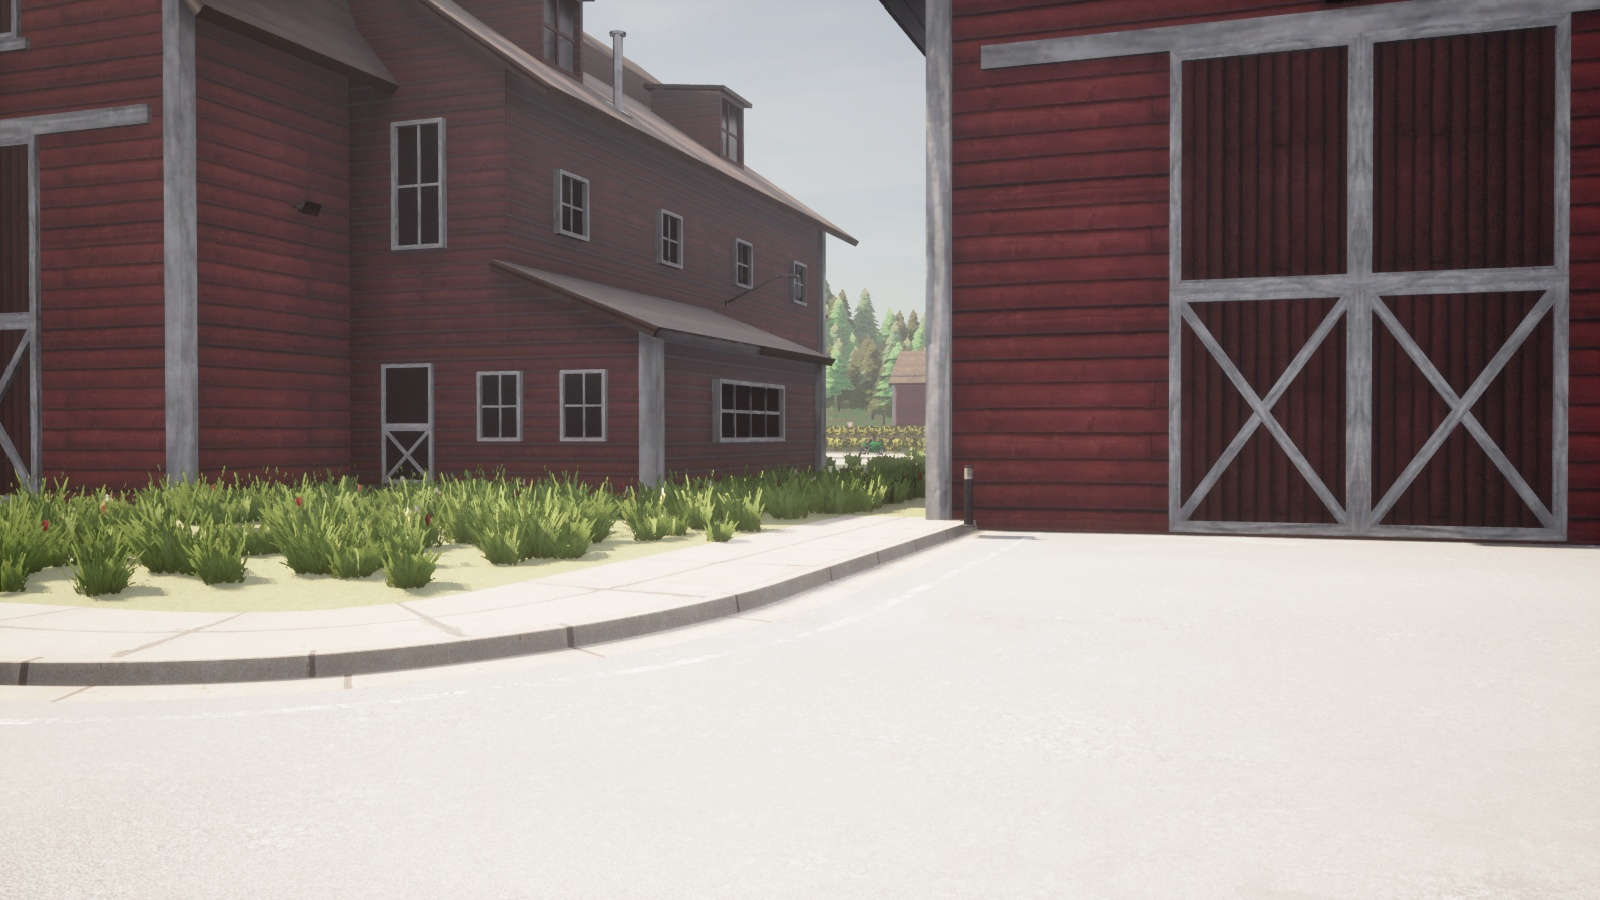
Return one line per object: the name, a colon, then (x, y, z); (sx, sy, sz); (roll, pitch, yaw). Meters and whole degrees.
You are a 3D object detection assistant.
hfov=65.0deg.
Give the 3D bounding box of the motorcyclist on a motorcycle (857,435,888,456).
motorcyclist on a motorcycle: (5.278, -0.348, 91.460); (2.044, 1.523, 0.797); (1, 1, 19)
